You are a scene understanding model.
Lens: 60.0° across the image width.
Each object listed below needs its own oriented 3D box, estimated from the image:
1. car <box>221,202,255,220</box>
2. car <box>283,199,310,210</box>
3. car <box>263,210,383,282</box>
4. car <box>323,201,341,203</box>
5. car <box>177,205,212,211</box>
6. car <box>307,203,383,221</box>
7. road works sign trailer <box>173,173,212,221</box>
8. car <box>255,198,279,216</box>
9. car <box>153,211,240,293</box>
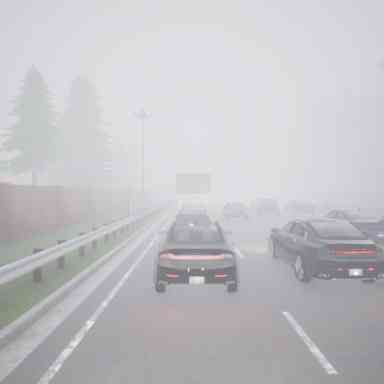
[{"bbox_3d":[3.576,1.550,28.079,2.033,1.411,5.357,0,0,0],"label":"car"},{"bbox_3d":[10.571,1.480,33.123,1.882,1.535,5.008,0,0,0],"label":"car"},{"bbox_3d":[3.592,1.506,9.712,1.837,1.490,4.892,0,0,0],"label":"car"},{"bbox_3d":[14.071,1.566,33.612,1.994,1.385,4.181,0,0,0],"label":"car"},{"bbox_3d":[0.129,1.475,19.283,1.882,1.535,5.008,0,0,3],"label":"car"},{"bbox_3d":[7.087,1.479,14.924,1.882,1.535,5.008,0,0,0],"label":"car"},{"bbox_3d":[0.054,0.466,23.203,2.380,3.560,2.880,0,0,-2],"label":"road works sign trailer"},{"bbox_3d":[7.072,1.356,32.650,2.097,1.767,4.553,0,0,0],"label":"car"},{"bbox_3d":[0.093,1.492,8.868,2.128,1.511,4.902,0,0,0],"label":"car"}]
